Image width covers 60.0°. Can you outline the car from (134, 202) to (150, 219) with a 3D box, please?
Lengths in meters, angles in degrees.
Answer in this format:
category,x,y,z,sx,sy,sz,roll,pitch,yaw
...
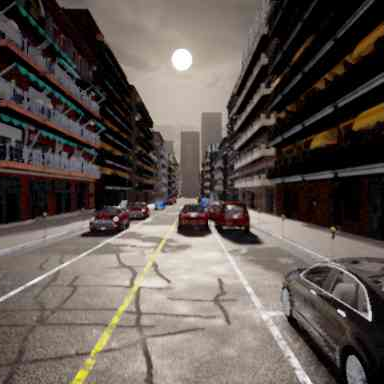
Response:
category,x,y,z,sx,sy,sz,roll,pitch,yaw
car,-5.351,1.797,33.250,1.967,1.590,4.097,-1,-1,0

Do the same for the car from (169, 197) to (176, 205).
category,x,y,z,sx,sy,sz,roll,pitch,yaw
car,-5.385,2.396,78.456,1.887,1.381,4.507,-1,-1,0

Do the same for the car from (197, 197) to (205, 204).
category,x,y,z,sx,sy,sz,roll,pitch,yaw
car,2.479,2.353,95.353,2.192,1.841,5.009,-1,-1,0

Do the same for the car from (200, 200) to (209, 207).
category,x,y,z,sx,sy,sz,roll,pitch,yaw
car,2.505,2.307,67.030,1.802,1.307,4.206,-1,-1,0

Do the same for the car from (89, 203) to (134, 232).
category,x,y,z,sx,sy,sz,roll,pitch,yaw
car,-5.342,1.675,21.948,1.967,1.590,4.097,-1,-1,0

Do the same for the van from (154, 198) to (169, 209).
category,x,y,z,sx,sy,sz,roll,pitch,yaw
van,-5.370,1.944,55.854,1.690,1.788,3.998,-1,-1,0

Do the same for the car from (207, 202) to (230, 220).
category,x,y,z,sx,sy,sz,roll,pitch,yaw
car,2.533,1.794,33.048,1.967,1.590,4.097,-1,-1,0

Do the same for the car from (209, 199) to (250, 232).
category,x,y,z,sx,sy,sz,roll,pitch,yaw
car,2.525,1.547,21.721,2.192,1.841,5.009,-1,-1,0

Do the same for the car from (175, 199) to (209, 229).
category,x,y,z,sx,sy,sz,roll,pitch,yaw
car,0.081,1.610,24.222,2.097,1.767,4.553,0,-1,0

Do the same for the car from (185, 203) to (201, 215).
category,x,y,z,sx,sy,sz,roll,pitch,yaw
car,0.068,2.051,41.873,1.895,1.301,4.718,0,-1,0

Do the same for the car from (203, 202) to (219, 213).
category,x,y,z,sx,sy,sz,roll,pitch,yaw
car,2.522,2.022,44.375,1.887,1.381,4.507,-1,-1,0

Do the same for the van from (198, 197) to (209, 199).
category,x,y,z,sx,sy,sz,roll,pitch,yaw
van,2.506,2.004,61.369,1.690,1.788,3.998,-1,-1,0

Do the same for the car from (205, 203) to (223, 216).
category,x,y,z,sx,sy,sz,roll,pitch,yaw
car,2.526,1.998,38.710,1.802,1.307,4.206,-1,-1,0

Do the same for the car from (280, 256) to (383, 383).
category,x,y,z,sx,sy,sz,roll,pitch,yaw
car,2.520,1.602,4.727,2.008,1.369,4.403,-1,-1,0

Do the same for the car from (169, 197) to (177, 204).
category,x,y,z,sx,sy,sz,roll,pitch,yaw
car,-5.401,2.354,95.411,2.192,1.841,5.009,-1,-1,0
